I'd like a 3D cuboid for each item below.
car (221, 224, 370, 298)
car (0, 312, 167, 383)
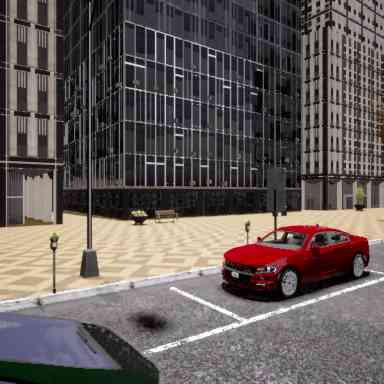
[{"bbox_3d":[2.764,1.545,8.512,4.507,1.381,1.887,0,0,-35],"label":"car"},{"bbox_3d":[-2.136,1.564,1.851,4.181,1.385,1.994,0,0,-35],"label":"car"}]
